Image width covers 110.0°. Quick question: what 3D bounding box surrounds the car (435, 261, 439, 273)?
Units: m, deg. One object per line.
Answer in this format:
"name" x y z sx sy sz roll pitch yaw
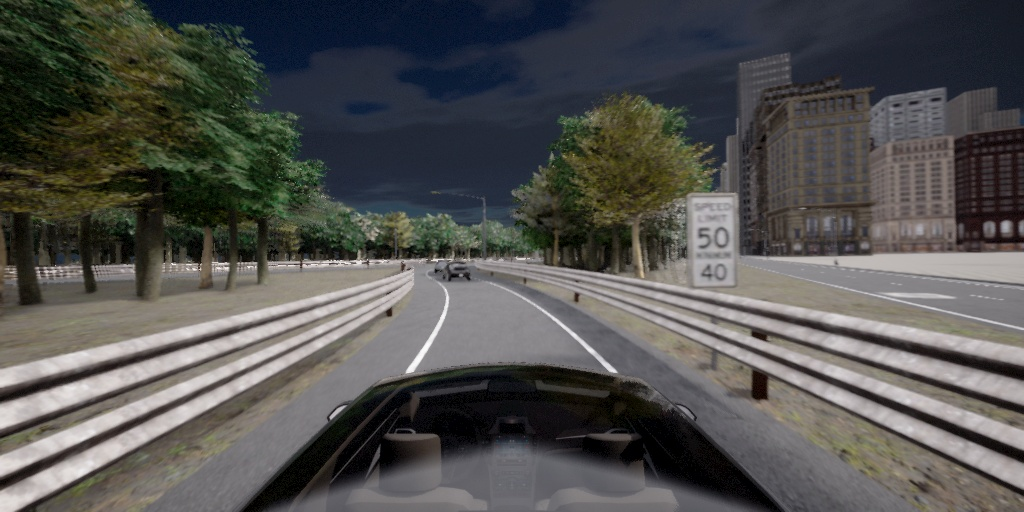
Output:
"car" -8.176 1.255 42.636 1.994 1.385 4.181 -1 1 -11

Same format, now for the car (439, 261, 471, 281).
"car" -4.739 1.257 30.352 1.837 1.490 4.892 -1 1 -18
